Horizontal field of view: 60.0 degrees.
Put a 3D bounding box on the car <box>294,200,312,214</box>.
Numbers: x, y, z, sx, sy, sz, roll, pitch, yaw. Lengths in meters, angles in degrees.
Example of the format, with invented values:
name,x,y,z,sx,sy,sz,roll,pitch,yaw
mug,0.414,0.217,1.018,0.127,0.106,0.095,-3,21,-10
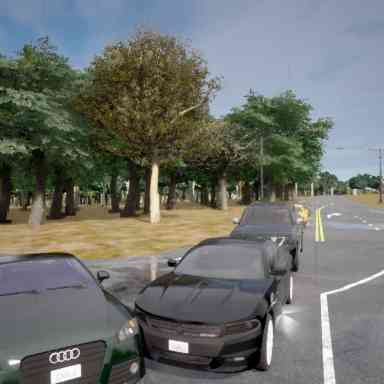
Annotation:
name,x,y,z,sx,sy,sz,roll,pitch,yaw
car,13.398,1.743,40.070,1.812,1.442,4.674,-1,0,21

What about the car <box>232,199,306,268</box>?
name,x,y,z,sx,sy,sz,roll,pitch,yaw
car,2.887,1.458,12.343,2.150,2.045,5.566,-2,0,21

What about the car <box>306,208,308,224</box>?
name,x,y,z,sx,sy,sz,roll,pitch,yaw
car,5.125,1.772,18.242,1.895,1.301,4.718,-1,0,21

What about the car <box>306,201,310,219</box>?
name,x,y,z,sx,sy,sz,roll,pitch,yaw
car,7.285,1.661,23.992,1.882,1.535,5.008,-1,0,21

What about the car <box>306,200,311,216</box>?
name,x,y,z,sx,sy,sz,roll,pitch,yaw
car,9.354,1.721,29.493,1.812,1.442,4.674,-1,0,21

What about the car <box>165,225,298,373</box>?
name,x,y,z,sx,sy,sz,roll,pitch,yaw
car,0.754,1.612,6.206,1.882,1.535,5.008,-1,-2,21

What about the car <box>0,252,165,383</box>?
name,x,y,z,sx,sy,sz,roll,pitch,yaw
car,-2.294,1.642,4.914,1.994,1.385,4.181,1,-2,-33
